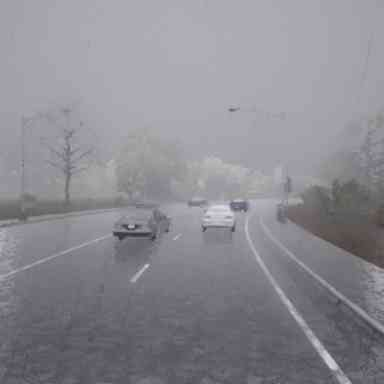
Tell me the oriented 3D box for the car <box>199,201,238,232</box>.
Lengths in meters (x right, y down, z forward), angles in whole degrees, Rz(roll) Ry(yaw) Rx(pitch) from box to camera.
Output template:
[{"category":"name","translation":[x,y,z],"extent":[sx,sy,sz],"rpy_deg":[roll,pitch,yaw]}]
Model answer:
[{"category":"car","translation":[1.709,1.502,20.145],"extent":[1.812,1.442,4.674],"rpy_deg":[0,0,8]}]

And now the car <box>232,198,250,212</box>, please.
[{"category":"car","translation":[5.481,1.441,37.846],"extent":[1.882,1.535,5.008],"rpy_deg":[0,0,15]}]

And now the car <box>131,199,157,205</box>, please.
[{"category":"car","translation":[-5.346,1.517,38.813],"extent":[1.895,1.301,4.718],"rpy_deg":[0,0,15]}]

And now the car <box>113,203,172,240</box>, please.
[{"category":"car","translation":[-2.311,1.516,16.700],"extent":[2.033,1.411,5.357],"rpy_deg":[0,0,7]}]

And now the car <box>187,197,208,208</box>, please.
[{"category":"car","translation":[0.865,1.403,47.212],"extent":[1.882,1.535,5.008],"rpy_deg":[0,0,19]}]
